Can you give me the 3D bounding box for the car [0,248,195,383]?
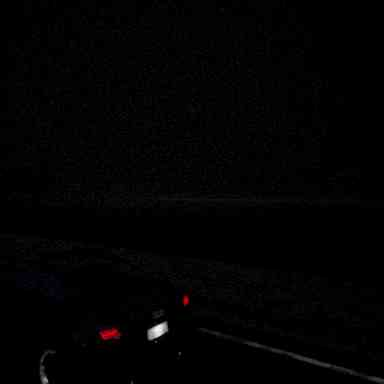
[{"bbox_3d":[-2.025,1.572,5.009,4.181,1.385,1.994,0,0,36],"label":"car"}]
